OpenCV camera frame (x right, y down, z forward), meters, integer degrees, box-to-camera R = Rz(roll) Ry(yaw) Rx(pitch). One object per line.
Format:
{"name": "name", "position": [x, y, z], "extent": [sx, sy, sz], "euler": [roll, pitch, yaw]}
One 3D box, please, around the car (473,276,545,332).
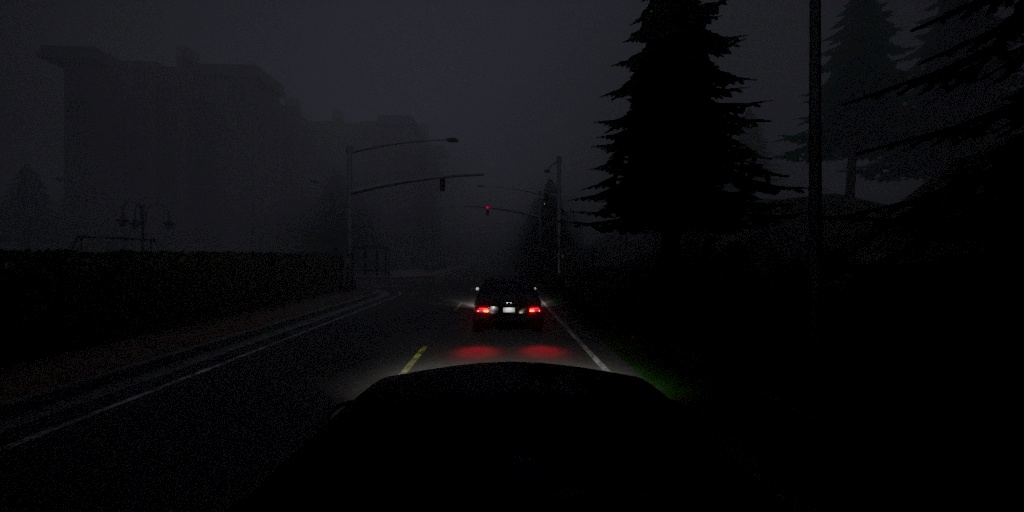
{"name": "car", "position": [-0.158, 1.297, 10.817], "extent": [2.033, 1.411, 5.357], "euler": [0, 0, -2]}
